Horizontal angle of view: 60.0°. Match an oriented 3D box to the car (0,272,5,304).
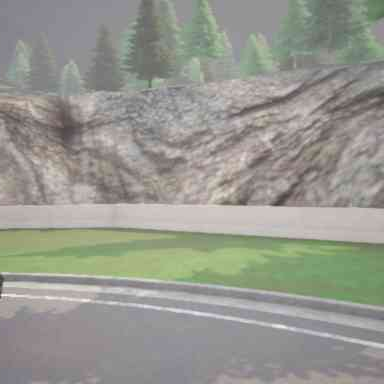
[{"bbox_3d":[-5.478,1.464,5.127,4.892,1.490,1.837,-1,0,8],"label":"car"}]
